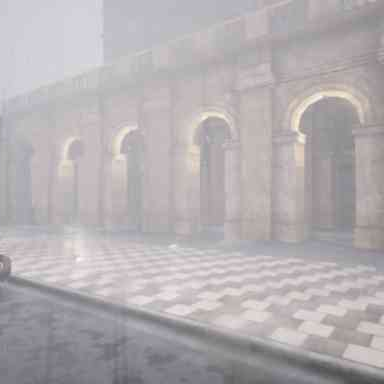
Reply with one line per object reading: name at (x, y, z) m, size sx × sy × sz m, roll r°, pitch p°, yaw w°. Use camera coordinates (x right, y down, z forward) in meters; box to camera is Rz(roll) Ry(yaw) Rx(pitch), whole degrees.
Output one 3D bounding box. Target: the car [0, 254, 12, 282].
car at (-6.508, 1.703, 8.203) m, size 4.718 × 1.301 × 1.895 m, roll -1°, pitch 0°, yaw 35°
